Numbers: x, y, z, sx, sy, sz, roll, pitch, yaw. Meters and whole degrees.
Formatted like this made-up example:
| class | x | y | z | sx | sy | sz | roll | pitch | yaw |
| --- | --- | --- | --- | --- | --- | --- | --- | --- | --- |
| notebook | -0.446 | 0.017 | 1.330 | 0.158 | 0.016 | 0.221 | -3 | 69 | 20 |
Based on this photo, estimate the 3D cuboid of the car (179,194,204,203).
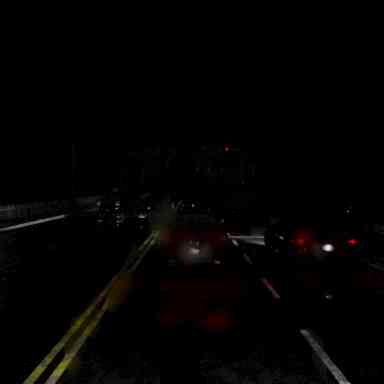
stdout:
| class | x | y | z | sx | sy | sz | roll | pitch | yaw |
| --- | --- | --- | --- | --- | --- | --- | --- | --- | --- |
| car | 0.098 | 1.134 | 29.737 | 2.033 | 1.411 | 5.357 | 0 | 1 | 0 |

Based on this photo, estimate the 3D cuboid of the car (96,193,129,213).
| class | x | y | z | sx | sy | sz | roll | pitch | yaw |
| --- | --- | --- | --- | --- | --- | --- | --- | --- | --- |
| car | -7.095 | 0.935 | 30.017 | 2.097 | 1.767 | 4.553 | 0 | 1 | 0 |

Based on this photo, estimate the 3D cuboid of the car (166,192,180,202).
| class | x | y | z | sx | sy | sz | roll | pitch | yaw |
| --- | --- | --- | --- | --- | --- | --- | --- | --- | --- |
| car | -3.500 | 0.747 | 53.867 | 2.128 | 1.511 | 4.902 | 0 | 1 | 0 |

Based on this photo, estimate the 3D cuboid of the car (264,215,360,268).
| class | x | y | z | sx | sy | sz | roll | pitch | yaw |
| --- | --- | --- | --- | --- | --- | --- | --- | --- | --- |
| car | 3.622 | 1.413 | 10.756 | 1.994 | 1.385 | 4.181 | 0 | 1 | 1 |

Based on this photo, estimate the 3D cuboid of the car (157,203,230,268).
| class | x | y | z | sx | sy | sz | roll | pitch | yaw |
| --- | --- | --- | --- | --- | --- | --- | --- | --- | --- |
| car | 0.083 | 1.327 | 10.798 | 1.882 | 1.535 | 5.008 | 0 | 1 | 0 |

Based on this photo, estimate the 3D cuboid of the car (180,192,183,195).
| class | x | y | z | sx | sy | sz | roll | pitch | yaw |
| --- | --- | --- | --- | --- | --- | --- | --- | --- | --- |
| car | -3.258 | 0.547 | 70.326 | 1.895 | 1.301 | 4.718 | 0 | 1 | -27 |

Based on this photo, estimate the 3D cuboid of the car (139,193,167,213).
| class | x | y | z | sx | sy | sz | roll | pitch | yaw |
| --- | --- | --- | --- | --- | --- | --- | --- | --- | --- |
| car | -3.596 | 1.086 | 30.129 | 1.837 | 1.490 | 4.892 | 0 | 1 | 0 |

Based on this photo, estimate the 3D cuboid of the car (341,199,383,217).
| class | x | y | z | sx | sy | sz | roll | pitch | yaw |
| --- | --- | --- | --- | --- | --- | --- | --- | --- | --- |
| car | 14.233 | 1.207 | 25.586 | 4.718 | 1.301 | 1.895 | 0 | 1 | 2 |
